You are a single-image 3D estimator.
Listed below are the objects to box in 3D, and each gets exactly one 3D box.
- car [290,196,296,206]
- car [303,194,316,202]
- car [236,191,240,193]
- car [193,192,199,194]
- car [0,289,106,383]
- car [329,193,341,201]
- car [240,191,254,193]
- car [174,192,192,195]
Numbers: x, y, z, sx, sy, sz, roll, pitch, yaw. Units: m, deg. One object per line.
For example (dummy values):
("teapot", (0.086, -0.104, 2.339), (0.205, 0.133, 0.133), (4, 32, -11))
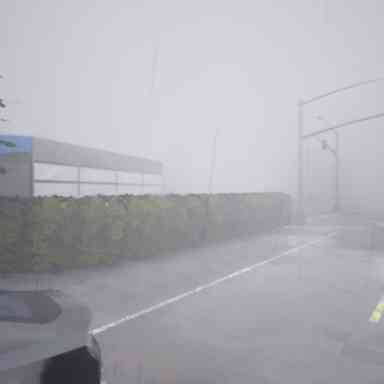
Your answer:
("car", (12.522, 1.111, 44.933), (2.007, 1.523, 4.514), (0, 0, 37))
("car", (21.434, 1.055, 61.545), (1.970, 1.475, 3.806), (0, 0, 37))
("car", (11.052, 0.718, 78.451), (1.905, 1.878, 3.866), (0, 0, 37))
("car", (0.880, 0.801, 86.212), (2.152, 1.636, 5.027), (0, 0, 37))
("car", (-2.972, 1.495, 1.954), (4.902, 1.511, 2.128), (0, 1, -41))
("car", (28.305, 1.002, 65.637), (1.845, 1.501, 3.633), (0, 0, 37))
("car", (13.612, 0.734, 77.017), (1.932, 1.855, 4.605), (0, 0, 37))
("car", (-2.687, 1.040, 66.175), (2.007, 1.523, 4.514), (0, 0, 37))
